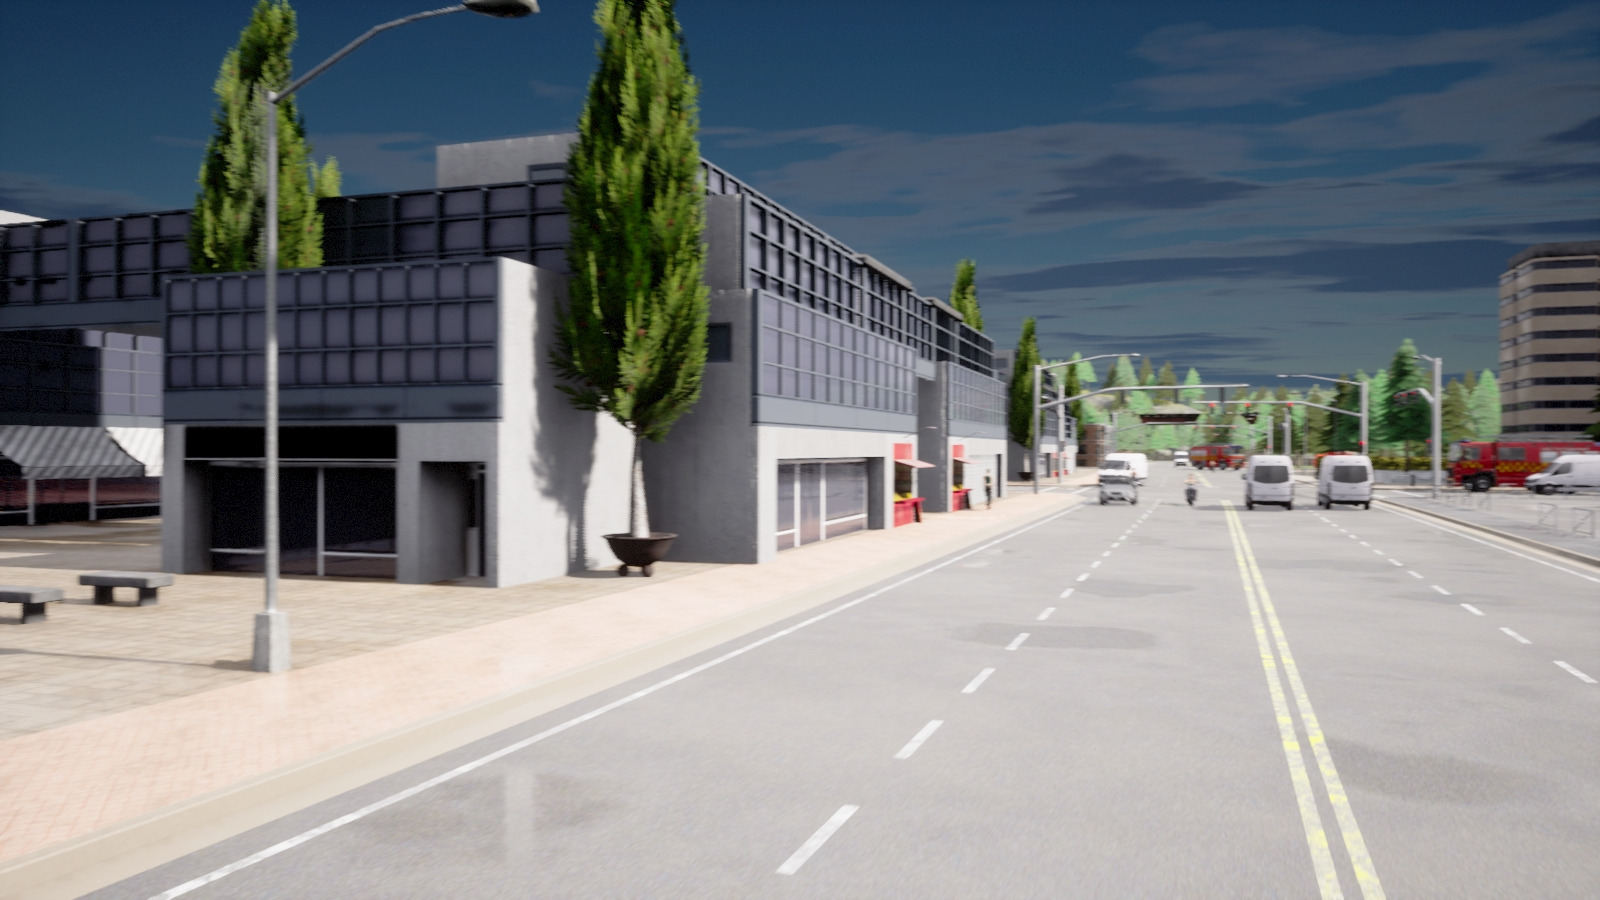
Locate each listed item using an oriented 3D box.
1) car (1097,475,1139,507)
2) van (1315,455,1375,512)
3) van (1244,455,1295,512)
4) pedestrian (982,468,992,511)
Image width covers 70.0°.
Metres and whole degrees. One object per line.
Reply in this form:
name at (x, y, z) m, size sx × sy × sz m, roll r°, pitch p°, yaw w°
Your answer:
car at (16.358, 2.074, 58.603) m, size 1.816 × 1.474 × 4.193 m, roll 0°, pitch 0°, yaw 19°
van at (26.523, 1.558, 55.779) m, size 1.988 × 2.561 × 5.915 m, roll 0°, pitch 0°, yaw 19°
van at (22.554, 1.553, 55.038) m, size 1.988 × 2.561 × 5.915 m, roll 0°, pitch 0°, yaw 20°
pedestrian at (8.148, 1.696, 49.691) m, size 0.375 × 1.860 × 0.375 m, roll 0°, pitch 0°, yaw 19°
